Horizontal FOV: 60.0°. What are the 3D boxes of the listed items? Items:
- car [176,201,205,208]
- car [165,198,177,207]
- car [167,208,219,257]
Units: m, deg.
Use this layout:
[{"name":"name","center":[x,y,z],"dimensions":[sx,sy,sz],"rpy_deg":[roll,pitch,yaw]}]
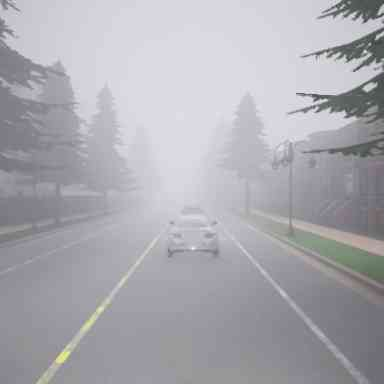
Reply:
[{"name":"car","center":[0.053,1.631,27.519],"dimensions":[2.128,1.511,4.902],"rpy_deg":[0,0,1]},{"name":"car","center":[-3.535,1.816,57.594],"dimensions":[1.812,1.442,4.674],"rpy_deg":[0,0,1]},{"name":"car","center":[0.055,1.592,13.206],"dimensions":[1.812,1.442,4.674],"rpy_deg":[0,0,1]}]
